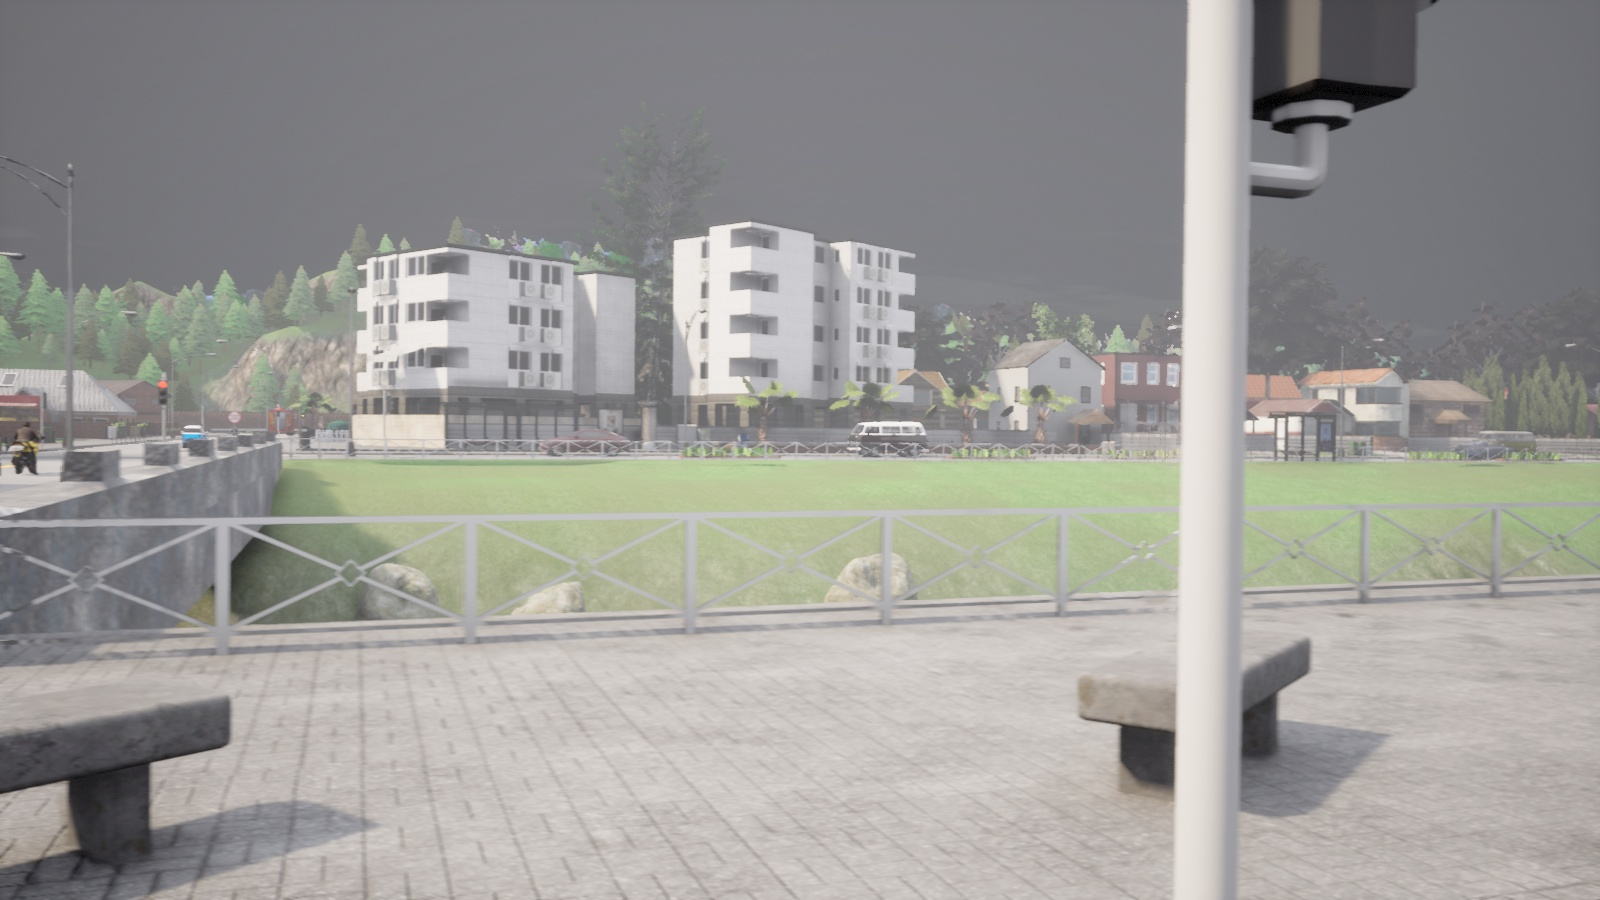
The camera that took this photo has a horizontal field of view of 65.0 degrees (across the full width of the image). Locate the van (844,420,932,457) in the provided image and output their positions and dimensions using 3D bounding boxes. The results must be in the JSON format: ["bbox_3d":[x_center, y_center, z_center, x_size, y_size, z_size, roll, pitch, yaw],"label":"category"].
[{"bbox_3d":[4.963,-0.674,71.052,4.480,2.038,2.069,-1,1,-20],"label":"van"}]

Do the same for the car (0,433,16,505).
[{"bbox_3d":[-19.135,0.466,27.757,2.033,1.649,4.856,-1,1,-20],"label":"car"}]

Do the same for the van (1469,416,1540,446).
[{"bbox_3d":[48.544,-1.319,86.528,4.442,1.987,1.775,-1,1,-20],"label":"van"}]

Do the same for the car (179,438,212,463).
[{"bbox_3d":[-35.470,0.008,73.709,1.481,1.376,2.207,-1,1,-20],"label":"car"}]

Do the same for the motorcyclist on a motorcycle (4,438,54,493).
[{"bbox_3d":[-22.050,0.414,35.950,0.797,1.523,2.044,-1,1,-20],"label":"motorcyclist on a motorcycle"}]

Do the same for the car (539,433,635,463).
[{"bbox_3d":[-11.103,-0.123,65.350,4.674,1.442,1.812,-1,1,-20],"label":"car"}]

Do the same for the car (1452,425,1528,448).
[{"bbox_3d":[44.383,-0.875,80.809,4.181,1.385,1.994,-1,1,-20],"label":"car"}]
